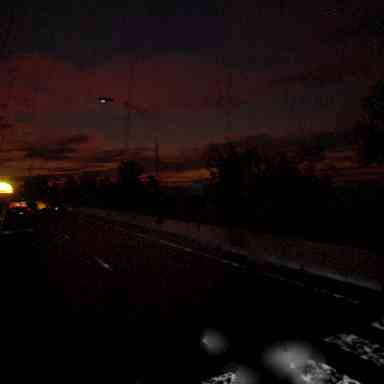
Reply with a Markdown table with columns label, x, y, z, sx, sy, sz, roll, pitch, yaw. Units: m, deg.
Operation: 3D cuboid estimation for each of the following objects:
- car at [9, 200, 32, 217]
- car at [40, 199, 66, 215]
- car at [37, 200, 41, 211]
| label | x | y | z | sx | sy | sz | roll | pitch | yaw |
| --- | --- | --- | --- | --- | --- | --- | --- | --- | --- |
| car | -18.233 | 1.862 | 35.506 | 1.895 | 1.301 | 4.718 | -2 | 1 | -28 |
| car | -15.148 | 1.715 | 36.628 | 1.994 | 1.385 | 4.181 | -2 | 1 | -28 |
| car | -20.235 | 1.707 | 45.870 | 1.882 | 1.535 | 5.008 | -2 | 1 | -28 |
